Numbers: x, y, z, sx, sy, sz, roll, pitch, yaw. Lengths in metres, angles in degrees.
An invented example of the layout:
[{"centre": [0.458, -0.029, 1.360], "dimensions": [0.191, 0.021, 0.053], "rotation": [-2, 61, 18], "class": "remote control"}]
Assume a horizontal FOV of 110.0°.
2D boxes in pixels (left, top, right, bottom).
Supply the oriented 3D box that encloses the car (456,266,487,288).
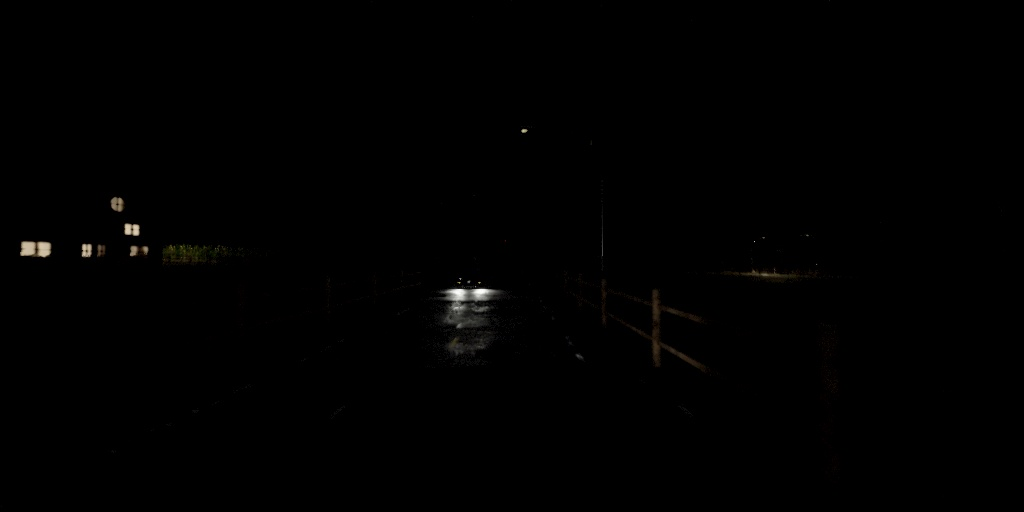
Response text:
[{"centre": [-2.844, 1.489, 26.051], "dimensions": [1.837, 1.490, 4.892], "rotation": [0, -1, 0], "class": "car"}]
